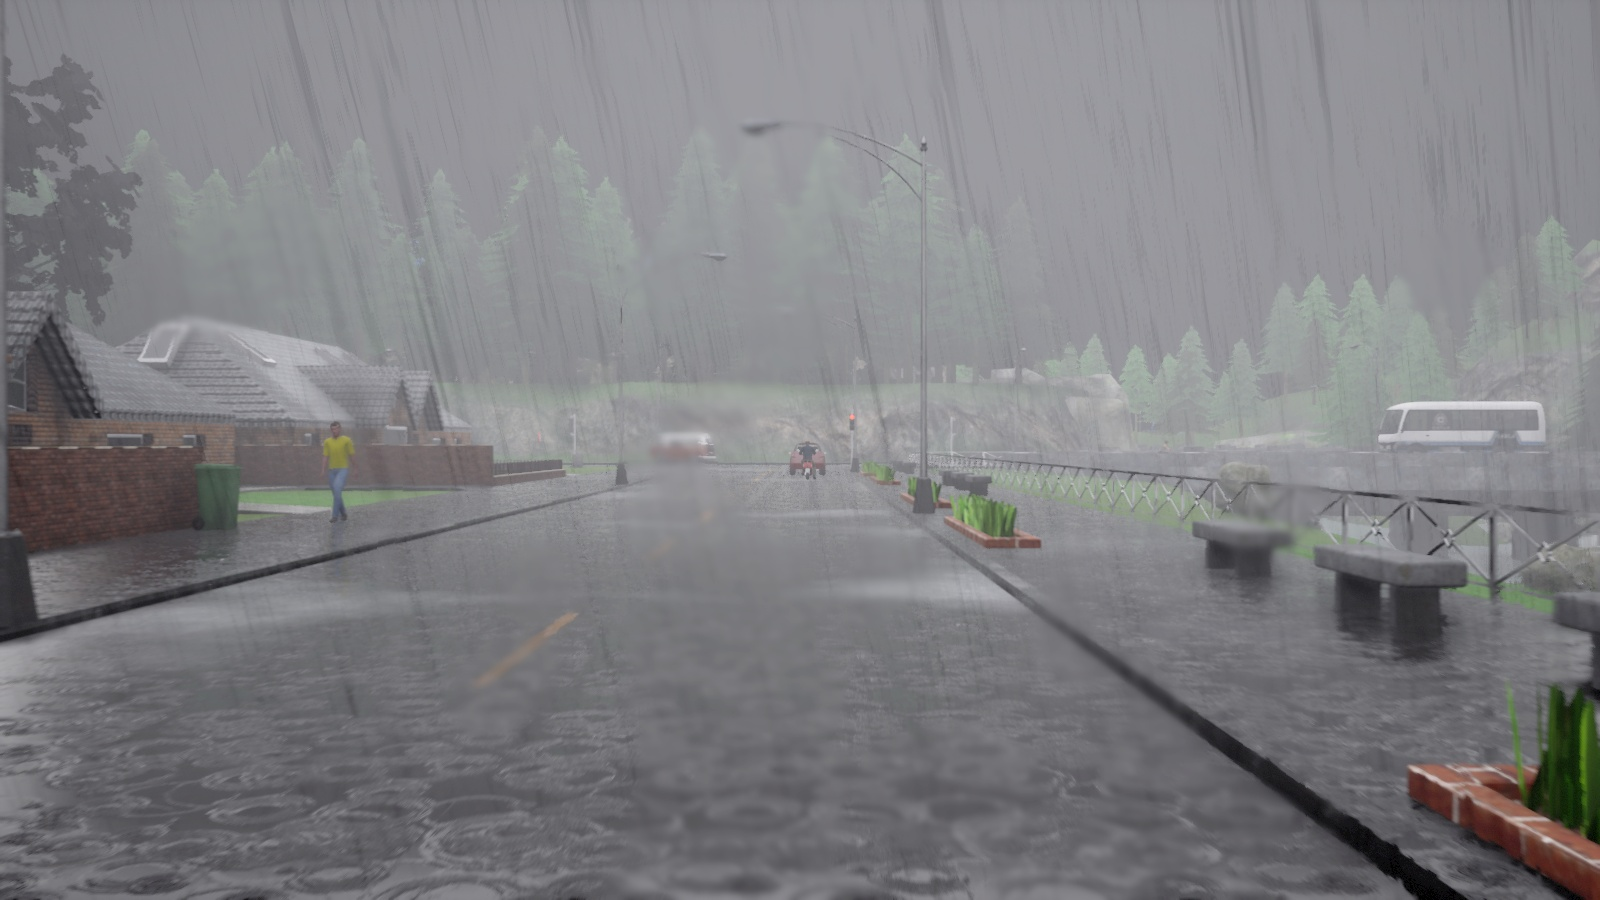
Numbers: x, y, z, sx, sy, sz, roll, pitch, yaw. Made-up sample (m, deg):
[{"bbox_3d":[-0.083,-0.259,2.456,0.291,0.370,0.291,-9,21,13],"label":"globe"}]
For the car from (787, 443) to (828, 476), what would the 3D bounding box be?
[{"bbox_3d":[0.355,0.427,59.135,1.845,1.501,3.633,0,0,0],"label":"car"}]

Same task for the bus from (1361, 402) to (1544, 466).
[{"bbox_3d":[43.966,-1.073,84.903,10.273,4.253,3.944,0,0,2],"label":"bus"}]

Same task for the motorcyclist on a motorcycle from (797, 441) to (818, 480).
[{"bbox_3d":[0.309,0.412,51.056,0.866,1.590,1.817,0,0,0],"label":"motorcyclist on a motorcycle"}]

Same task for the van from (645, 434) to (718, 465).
[{"bbox_3d":[-7.994,-0.014,84.677,4.480,2.038,2.069,0,0,18],"label":"van"}]

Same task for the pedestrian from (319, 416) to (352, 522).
[{"bbox_3d":[-8.190,0.325,22.156,0.354,1.836,0.706,0,0,-2],"label":"pedestrian"}]
